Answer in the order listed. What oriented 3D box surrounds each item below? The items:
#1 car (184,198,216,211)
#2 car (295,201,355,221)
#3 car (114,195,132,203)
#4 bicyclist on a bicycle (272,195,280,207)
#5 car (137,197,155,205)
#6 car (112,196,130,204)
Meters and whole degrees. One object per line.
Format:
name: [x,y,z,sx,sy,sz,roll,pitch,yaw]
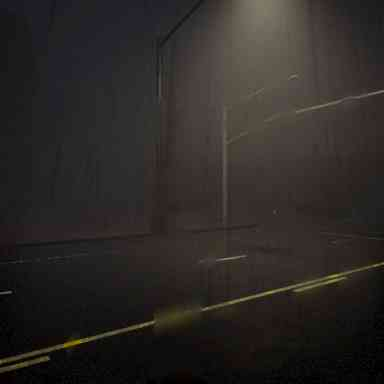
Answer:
car: [0.964,1.491,41.450,2.128,1.511,4.902,0,0,-36]
car: [10.979,1.492,27.705,2.128,1.511,4.902,0,0,-39]
car: [-14.367,1.468,69.122,1.812,1.442,4.674,0,0,-36]
bicyclist on a bicycle: [11.543,1.303,45.535,1.656,1.620,0.582,0,0,-36]
car: [-8.559,1.564,61.070,1.994,1.385,4.181,0,0,-35]
car: [-13.069,1.601,61.248,1.895,1.301,4.718,0,0,-35]
